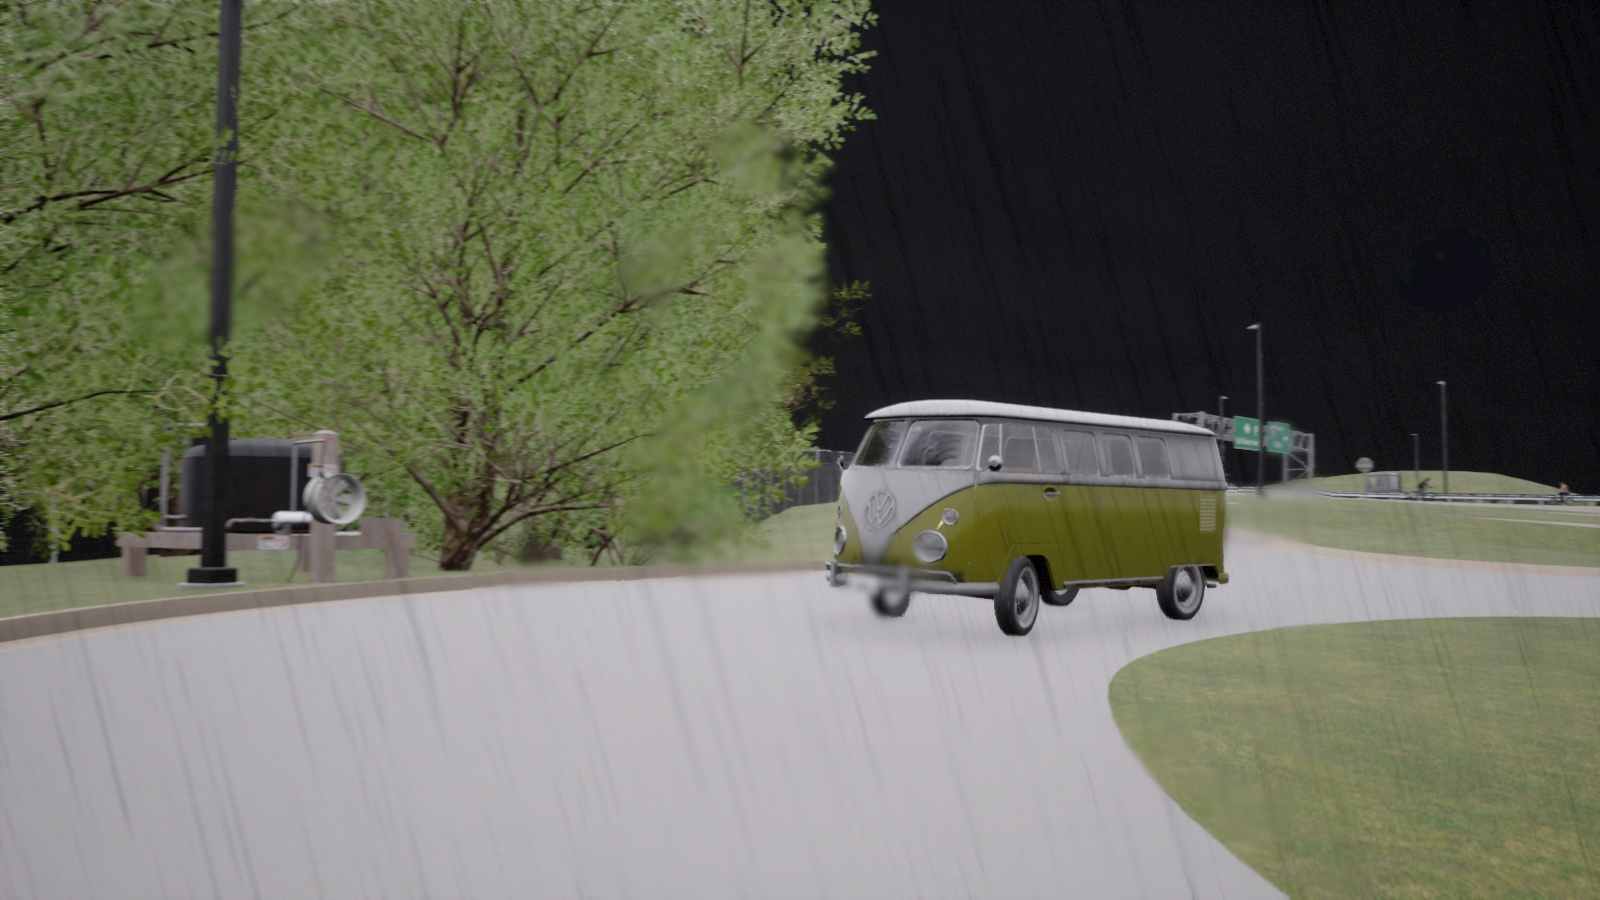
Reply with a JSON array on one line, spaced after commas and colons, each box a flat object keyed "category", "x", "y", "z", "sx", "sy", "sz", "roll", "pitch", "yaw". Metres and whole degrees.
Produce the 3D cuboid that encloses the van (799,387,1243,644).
[{"category": "van", "x": 2.243, "y": 0.589, "z": 11.876, "sx": 4.442, "sy": 1.987, "sz": 1.775, "roll": 3, "pitch": -2, "yaw": -42}]
